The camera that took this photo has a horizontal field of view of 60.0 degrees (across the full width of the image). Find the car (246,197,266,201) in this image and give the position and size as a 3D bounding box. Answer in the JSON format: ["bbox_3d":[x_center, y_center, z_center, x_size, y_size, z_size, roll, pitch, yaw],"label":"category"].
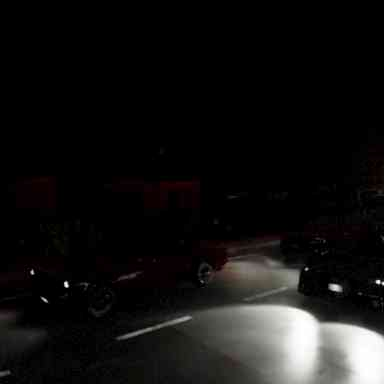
[{"bbox_3d":[13.544,2.103,66.983,1.970,1.475,3.806,0,-1,-39],"label":"car"}]

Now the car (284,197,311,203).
[{"bbox_3d":[14.168,1.642,48.068,1.932,1.855,4.605,0,-1,-39],"label":"car"}]

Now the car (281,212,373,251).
[{"bbox_3d":[5.497,1.585,13.063,5.008,1.535,1.882,0,-1,-39],"label":"car"}]

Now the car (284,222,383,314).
[{"bbox_3d":[4.240,1.619,7.529,4.181,1.385,1.994,0,-1,-39],"label":"car"}]

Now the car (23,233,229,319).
[{"bbox_3d":[-1.249,1.703,7.831,1.895,1.301,4.718,-1,-1,43],"label":"car"}]

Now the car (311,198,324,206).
[{"bbox_3d":[18.491,1.889,51.594,1.970,1.475,3.806,0,-1,-39],"label":"car"}]
